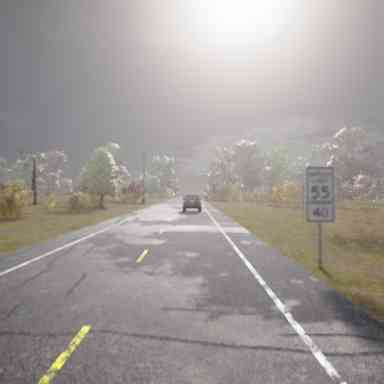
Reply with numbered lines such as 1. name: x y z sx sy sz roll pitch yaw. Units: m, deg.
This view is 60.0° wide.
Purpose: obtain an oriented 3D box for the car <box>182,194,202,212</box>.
1. car: 0.012 1.261 39.103 2.150 2.045 5.566 0 0 0

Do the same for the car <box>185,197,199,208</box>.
1. car: 0.018 1.536 49.856 1.882 1.535 5.008 0 0 0
